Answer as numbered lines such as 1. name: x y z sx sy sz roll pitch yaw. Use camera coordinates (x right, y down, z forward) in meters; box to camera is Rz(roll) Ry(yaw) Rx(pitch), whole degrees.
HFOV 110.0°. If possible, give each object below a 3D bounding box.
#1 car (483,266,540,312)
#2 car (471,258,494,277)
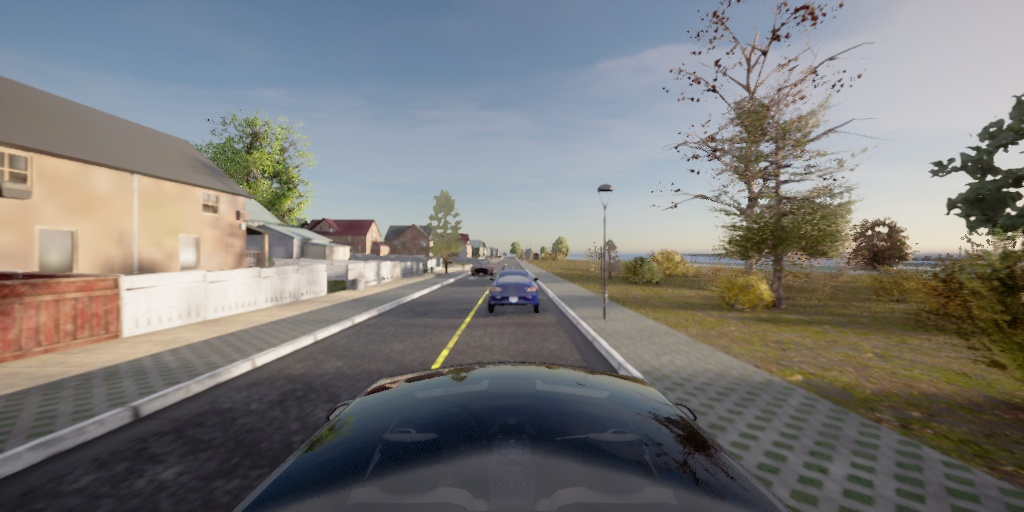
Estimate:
1. car: 0.070 1.262 13.984 1.812 1.442 4.674 0 0 0
2. car: -2.823 1.062 35.347 2.097 1.767 4.553 0 0 0
